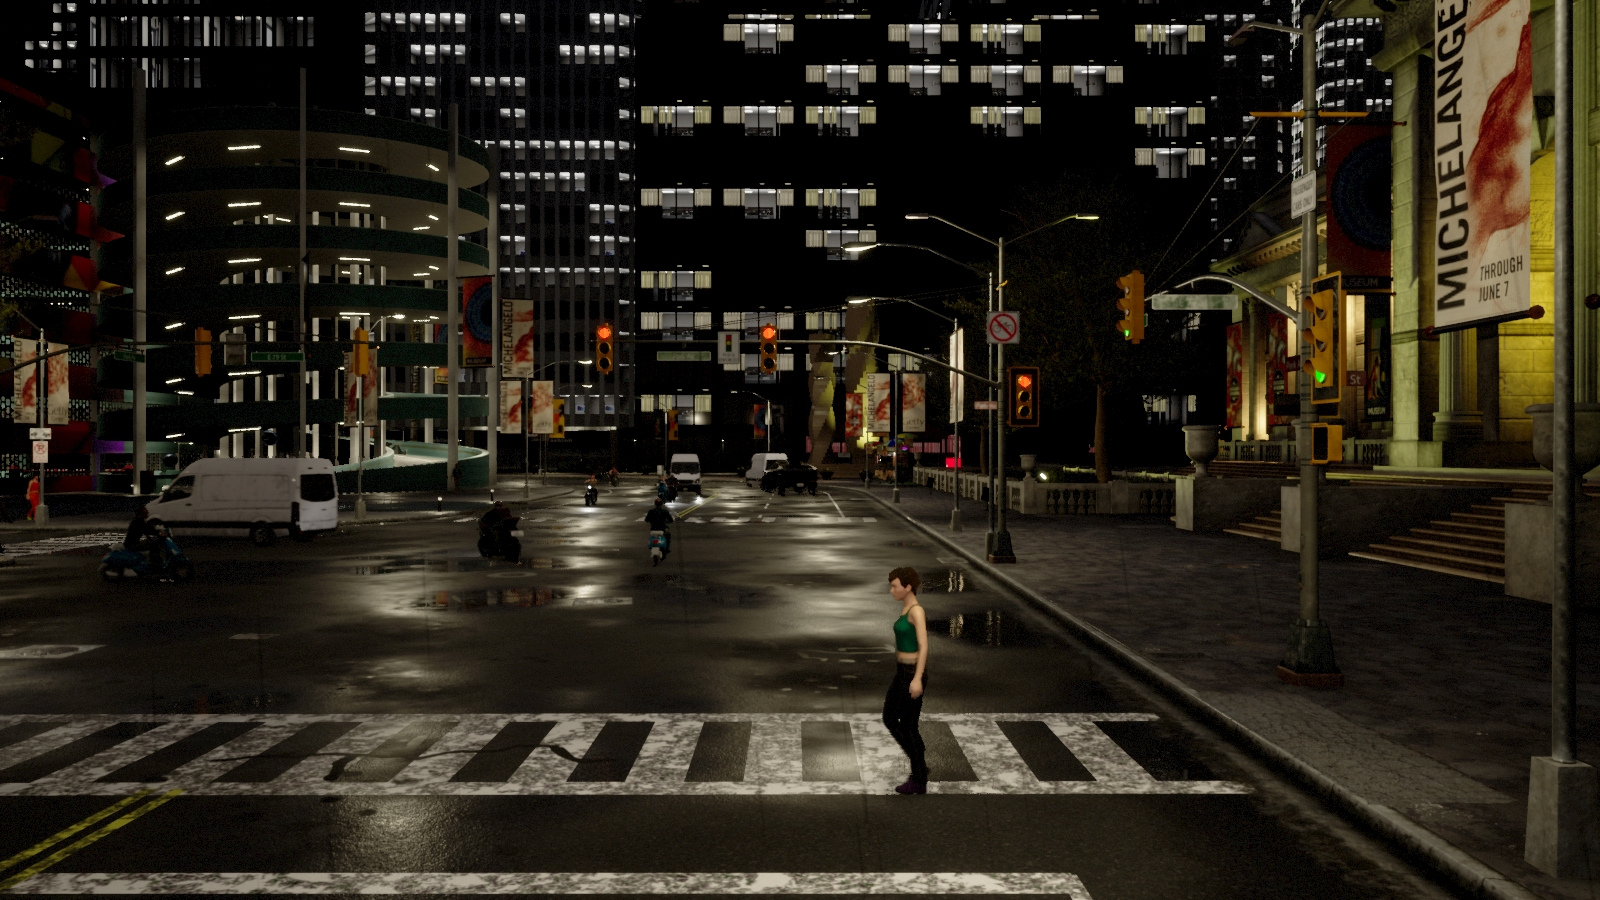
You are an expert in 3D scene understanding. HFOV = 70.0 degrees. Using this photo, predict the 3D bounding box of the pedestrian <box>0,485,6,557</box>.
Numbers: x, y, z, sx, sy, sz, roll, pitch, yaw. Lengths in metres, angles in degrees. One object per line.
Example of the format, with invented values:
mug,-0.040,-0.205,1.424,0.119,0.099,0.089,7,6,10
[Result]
pedestrian,-20.971,1.848,29.738,0.375,1.860,0.375,0,0,-3

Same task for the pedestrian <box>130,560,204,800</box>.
pedestrian,-5.156,1.848,9.310,0.375,1.860,0.375,0,0,18

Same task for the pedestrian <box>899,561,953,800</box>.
pedestrian,1.018,1.849,9.257,0.375,1.860,0.375,0,0,-3

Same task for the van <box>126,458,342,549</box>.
van,-16.906,1.534,34.166,5.915,2.561,1.988,0,-1,14
